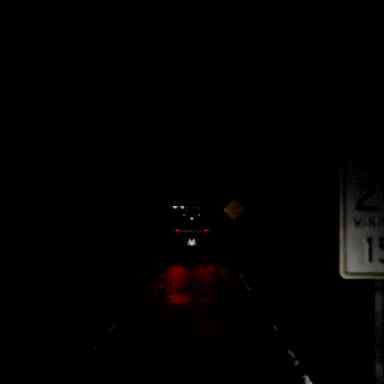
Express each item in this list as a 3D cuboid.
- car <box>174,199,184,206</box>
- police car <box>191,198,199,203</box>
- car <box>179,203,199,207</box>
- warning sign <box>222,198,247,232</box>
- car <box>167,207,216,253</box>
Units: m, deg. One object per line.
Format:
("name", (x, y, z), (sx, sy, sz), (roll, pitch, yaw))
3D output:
("car", (-2.785, 2.242, 70.988), (1.882, 1.535, 5.008), (0, -1, 0))
("police car", (0.780, 2.418, 89.234), (1.930, 1.638, 5.238), (0, -1, 0))
("car", (-0.013, 1.891, 29.105), (1.895, 1.301, 4.718), (0, -1, 0))
("warning sign", (2.444, 1.301, 19.126), (1.300, 1.860, 1.060), (0, 0, 0))
("car", (-0.004, 1.630, 14.297), (2.128, 1.511, 4.902), (0, 0, 0))
